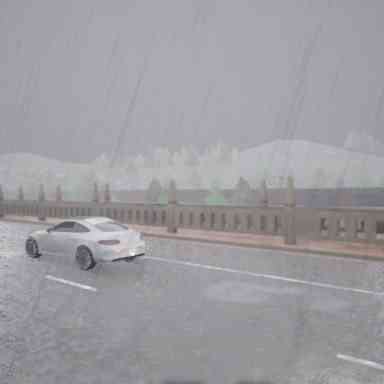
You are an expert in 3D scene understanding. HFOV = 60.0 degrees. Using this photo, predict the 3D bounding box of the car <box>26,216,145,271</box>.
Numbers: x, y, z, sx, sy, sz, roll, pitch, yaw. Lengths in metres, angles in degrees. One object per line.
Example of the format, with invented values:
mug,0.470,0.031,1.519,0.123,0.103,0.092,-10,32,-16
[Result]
car,-3.586,1.532,10.959,4.674,1.442,1.812,0,0,36
